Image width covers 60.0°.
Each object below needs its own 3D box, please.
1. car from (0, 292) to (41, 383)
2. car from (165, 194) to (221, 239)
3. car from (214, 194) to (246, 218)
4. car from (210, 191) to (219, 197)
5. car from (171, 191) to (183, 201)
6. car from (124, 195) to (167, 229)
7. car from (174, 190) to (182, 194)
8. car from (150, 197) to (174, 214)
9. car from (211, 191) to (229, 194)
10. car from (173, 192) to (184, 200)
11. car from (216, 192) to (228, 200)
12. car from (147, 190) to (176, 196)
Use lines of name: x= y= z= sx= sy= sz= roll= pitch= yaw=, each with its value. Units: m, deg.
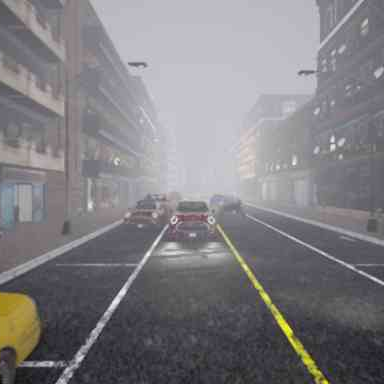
car: x=-2.688 y=1.495 z=2.081 sx=1.752 sy=1.417 sz=4.829 roll=0 pitch=1 yaw=0
car: x=0.024 y=1.158 z=15.929 sx=2.097 sy=1.767 sz=4.553 roll=0 pitch=1 yaw=0
car: x=3.095 y=1.170 z=26.507 sx=2.128 sy=1.511 sz=4.902 roll=0 pitch=1 yaw=1
car: x=5.859 y=0.487 z=86.770 sx=2.008 sy=1.369 sz=4.403 roll=0 pitch=1 yaw=0
car: x=-2.577 y=0.715 z=58.610 sx=1.967 sy=1.590 sz=4.097 roll=0 pitch=1 yaw=0
car: x=-2.655 y=1.201 z=19.159 sx=1.967 sy=1.590 sz=4.097 roll=0 pitch=1 yaw=0
car: x=-2.587 y=0.660 z=52.973 sx=2.192 sy=1.841 sz=5.009 roll=0 pitch=1 yaw=0
car: x=-2.633 y=1.205 z=30.433 sx=1.802 sy=1.307 sz=4.206 roll=0 pitch=1 yaw=0
car: x=3.123 y=0.973 z=41.419 sx=1.882 sy=1.535 sz=5.008 roll=0 pitch=1 yaw=1
car: x=-2.566 y=0.750 z=64.248 sx=1.887 sy=1.381 sz=4.507 roll=0 pitch=1 yaw=0
car: x=5.814 y=0.762 z=64.227 sx=1.887 sy=1.381 sz=4.507 roll=0 pitch=1 yaw=0
car: x=-2.642 y=1.007 z=24.793 sx=2.192 sy=1.841 sz=5.009 roll=0 pitch=1 yaw=0
